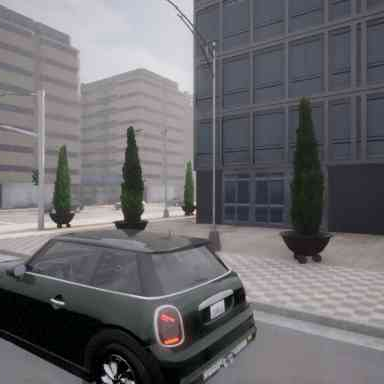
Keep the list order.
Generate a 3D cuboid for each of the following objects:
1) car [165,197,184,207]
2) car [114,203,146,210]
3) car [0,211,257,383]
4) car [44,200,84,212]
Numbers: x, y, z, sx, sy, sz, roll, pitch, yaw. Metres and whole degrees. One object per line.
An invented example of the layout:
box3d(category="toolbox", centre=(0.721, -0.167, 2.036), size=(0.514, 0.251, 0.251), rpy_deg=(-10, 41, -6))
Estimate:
box3d(category="car", centre=(-2.220, 1.560, 52.716), size=(1.837, 1.490, 4.892), rpy_deg=(0, 0, 35))
box3d(category="car", centre=(-8.168, 1.581, 44.296), size=(1.812, 1.442, 4.674), rpy_deg=(0, 0, 35))
box3d(category="car", centre=(-1.439, 1.352, 5.018), size=(4.553, 1.767, 2.097), rpy_deg=(0, 0, 35))
box3d(category="car", centre=(-14.062, 1.560, 35.955), size=(1.837, 1.490, 4.892), rpy_deg=(0, 0, 35))
